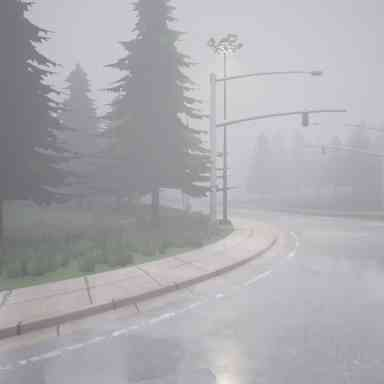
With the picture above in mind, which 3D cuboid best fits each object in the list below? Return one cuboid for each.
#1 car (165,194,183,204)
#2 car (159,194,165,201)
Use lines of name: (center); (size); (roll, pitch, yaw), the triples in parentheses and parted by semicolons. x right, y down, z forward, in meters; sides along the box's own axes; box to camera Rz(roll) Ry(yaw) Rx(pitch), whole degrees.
car: (-3.165, 1.547, 65.415); (2.033, 1.411, 5.357); (0, 0, -21)
car: (-7.033, 1.186, 75.158); (2.150, 2.045, 5.566); (0, 0, -21)
